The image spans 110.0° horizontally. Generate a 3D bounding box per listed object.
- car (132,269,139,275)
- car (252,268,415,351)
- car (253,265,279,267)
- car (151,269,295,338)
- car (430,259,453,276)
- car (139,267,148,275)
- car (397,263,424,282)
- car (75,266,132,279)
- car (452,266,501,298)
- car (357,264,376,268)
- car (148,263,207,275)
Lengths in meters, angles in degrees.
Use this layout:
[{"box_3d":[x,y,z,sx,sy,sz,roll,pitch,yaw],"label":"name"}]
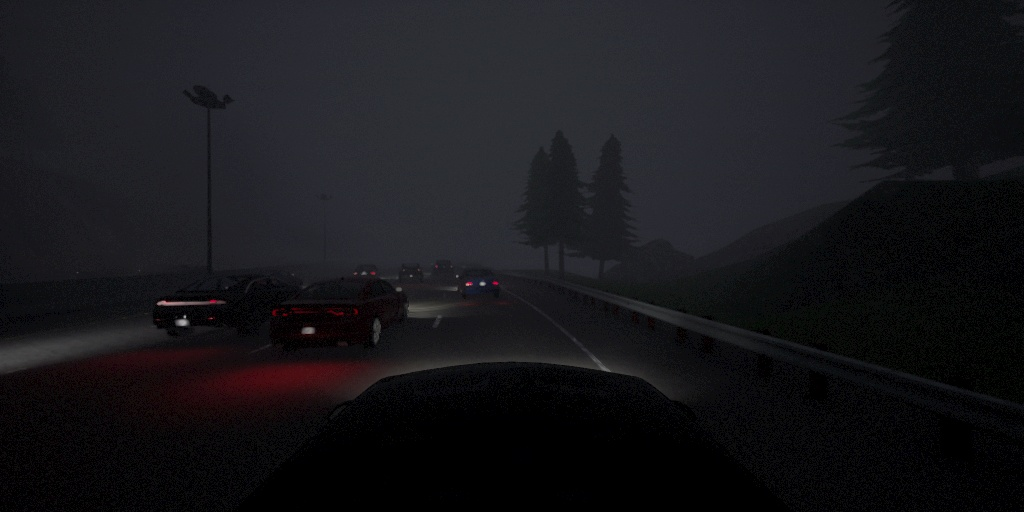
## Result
[{"box_3d":[-36.873,1.474,37.743,1.837,1.490,4.892,0,0,-18],"label":"car"},{"box_3d":[-4.018,1.252,9.204,1.882,1.535,5.008,0,0,-5],"label":"car"},{"box_3d":[-12.677,1.390,18.926,1.994,1.385,4.181,0,0,-12],"label":"car"},{"box_3d":[-7.674,1.288,10.463,2.128,1.511,4.902,0,0,-6],"label":"car"},{"box_3d":[-7.614,1.151,38.848,2.097,1.767,4.553,0,0,-18],"label":"car"},{"box_3d":[-31.758,1.505,33.356,1.994,1.385,4.181,0,0,-18],"label":"car"},{"box_3d":[-8.240,1.293,29.178,2.128,1.511,4.902,0,0,-17],"label":"car"},{"box_3d":[-39.652,1.588,35.009,1.895,1.301,4.718,0,0,-18],"label":"car"},{"box_3d":[-1.835,1.310,18.662,2.033,1.411,5.357,0,0,-12],"label":"car"},{"box_3d":[-11.936,1.370,29.531,2.033,1.411,5.357,0,0,-18],"label":"car"},{"box_3d":[-26.810,1.403,29.482,2.128,1.511,4.902,0,0,-18],"label":"car"}]
